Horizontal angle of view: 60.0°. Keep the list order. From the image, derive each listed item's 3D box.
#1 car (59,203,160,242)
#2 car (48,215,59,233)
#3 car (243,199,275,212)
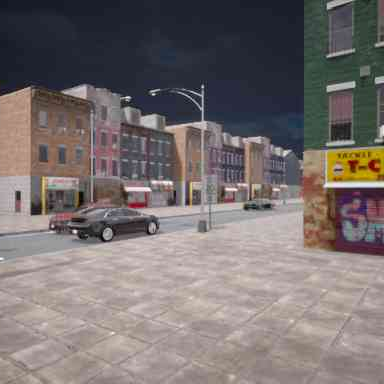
[{"bbox_3d":[-3.602,1.443,16.217,1.837,1.490,4.892,0,0,36],"label":"car"},{"bbox_3d":[-5.460,1.401,18.508,1.882,1.535,5.008,0,1,35],"label":"car"},{"bbox_3d":[7.340,1.409,36.346,1.895,1.301,4.718,0,0,36],"label":"car"}]
